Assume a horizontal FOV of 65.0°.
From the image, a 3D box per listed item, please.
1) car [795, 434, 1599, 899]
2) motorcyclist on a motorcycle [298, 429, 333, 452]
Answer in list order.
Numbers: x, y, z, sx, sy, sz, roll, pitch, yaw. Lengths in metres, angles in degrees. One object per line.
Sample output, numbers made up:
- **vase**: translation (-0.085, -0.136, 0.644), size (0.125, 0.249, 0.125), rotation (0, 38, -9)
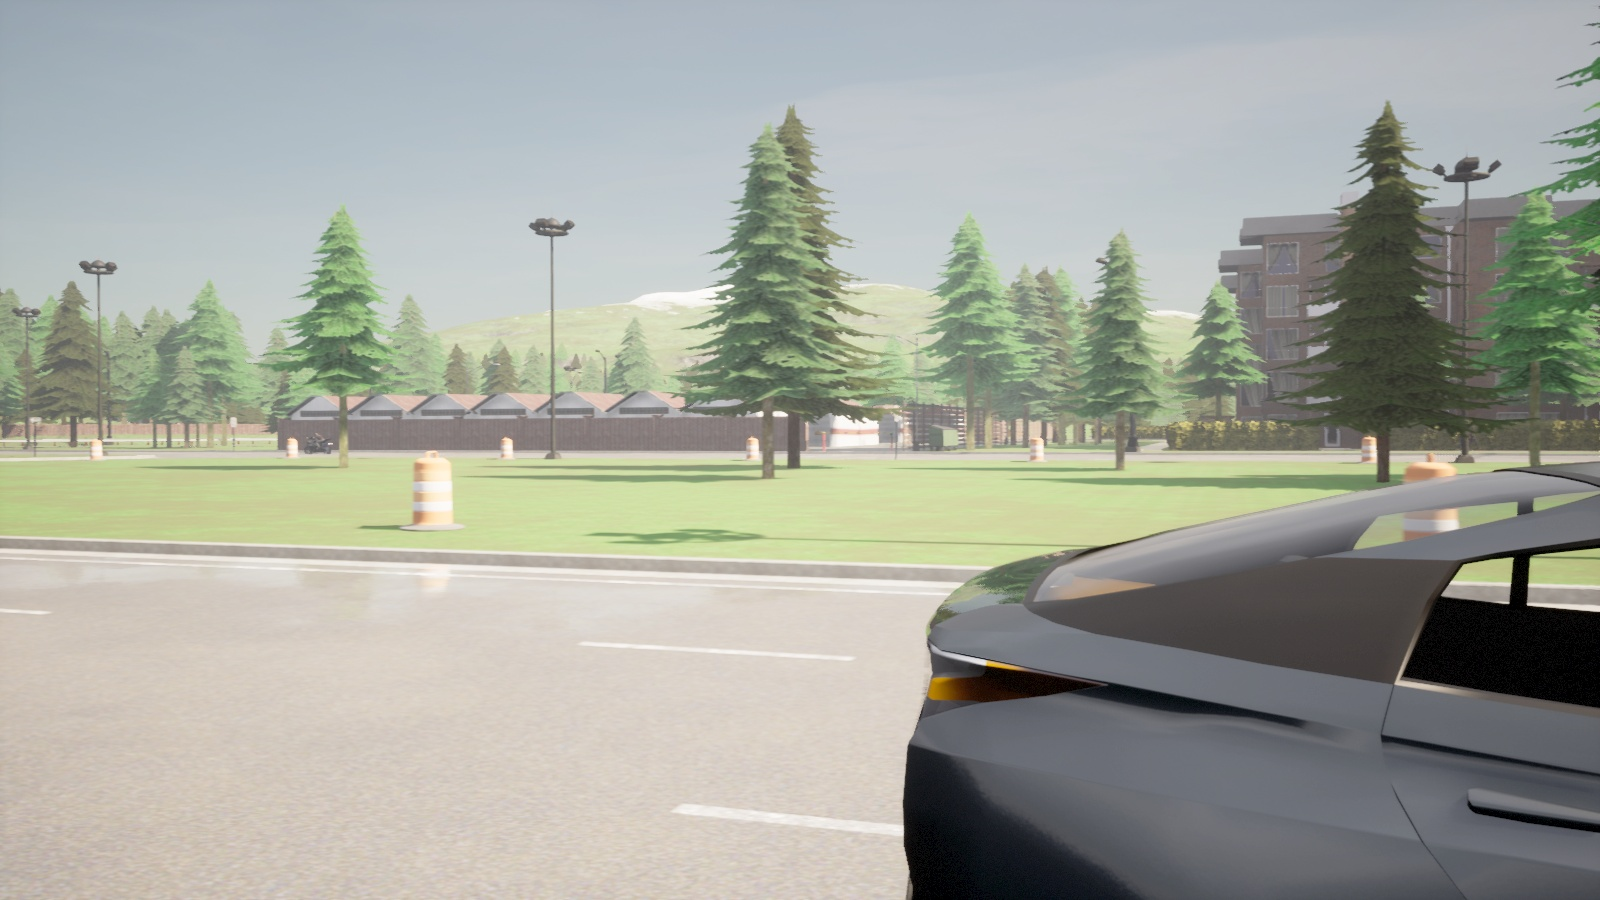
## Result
- **car**: translation (2.450, 0.745, 2.368), size (4.514, 1.525, 2.007), rotation (1, 1, 19)
- **motorcyclist on a motorcycle**: translation (-33.531, -0.657, 86.966), size (2.191, 1.530, 0.866), rotation (1, 1, 19)
